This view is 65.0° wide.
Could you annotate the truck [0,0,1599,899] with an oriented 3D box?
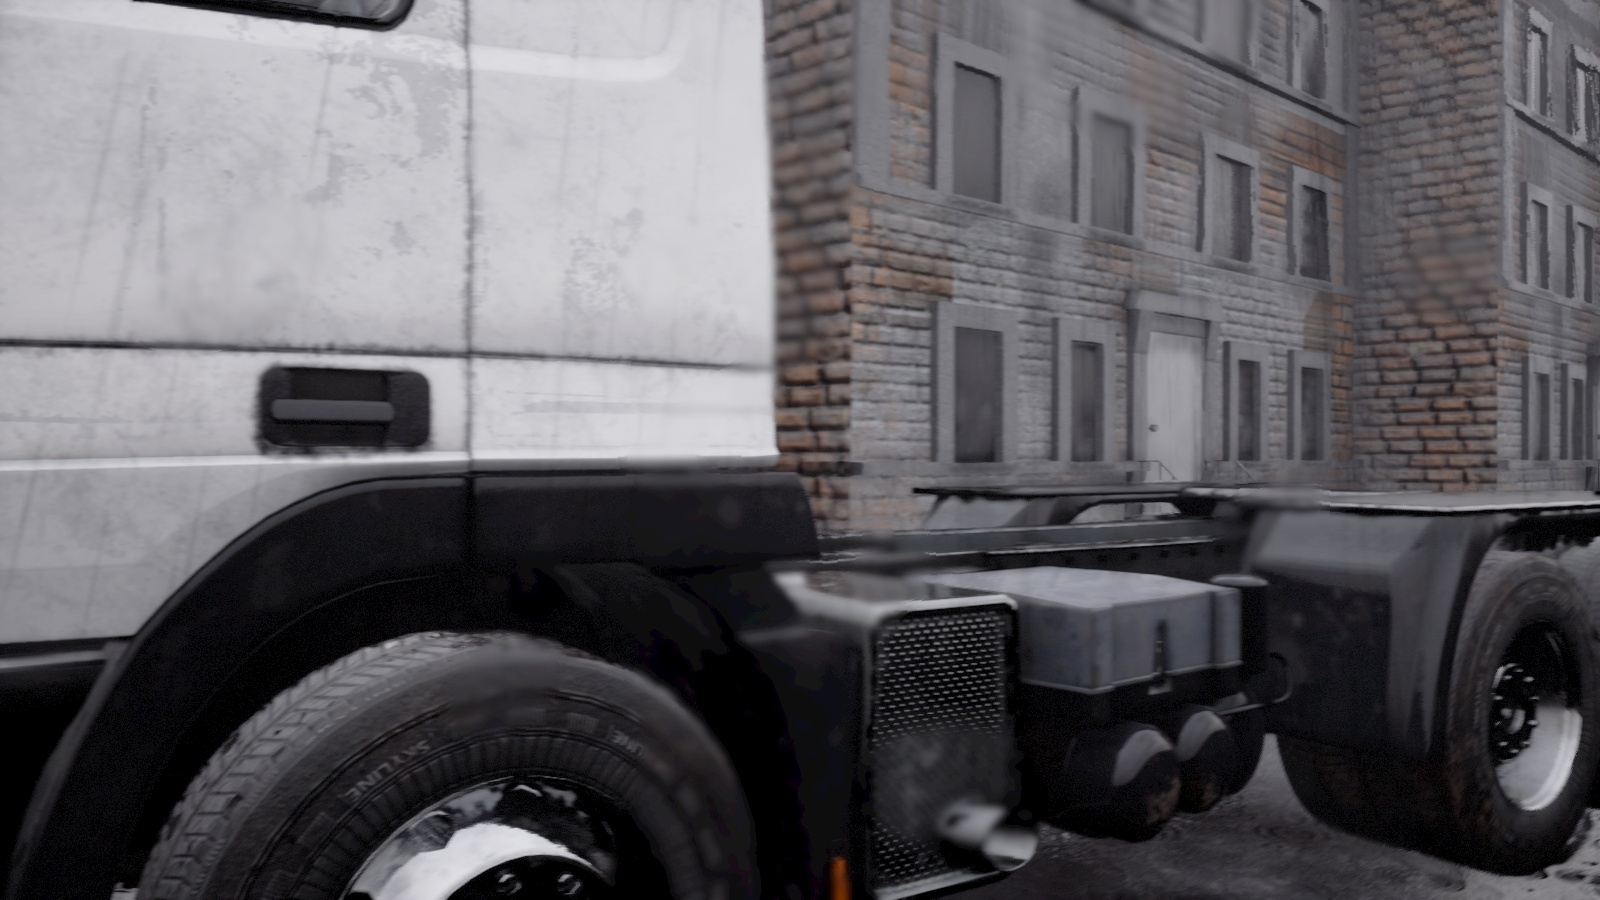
[{"bbox_3d":[0.530,-0.227,4.641,7.936,3.462,2.891,0,0,-35],"label":"truck"}]
